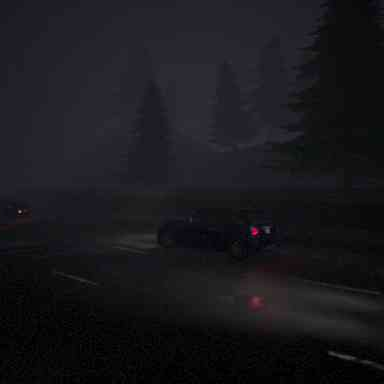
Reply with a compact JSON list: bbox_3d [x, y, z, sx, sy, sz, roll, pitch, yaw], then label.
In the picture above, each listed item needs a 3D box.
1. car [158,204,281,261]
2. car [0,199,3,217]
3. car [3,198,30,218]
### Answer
[{"bbox_3d":[0.859,1.294,12.352,4.553,1.767,2.097,1,0,38],"label":"car"},{"bbox_3d":[-13.907,1.234,21.090,1.882,1.535,5.008,0,0,-45],"label":"car"},{"bbox_3d":[-14.744,1.221,27.122,1.837,1.490,4.892,0,1,-42],"label":"car"}]
